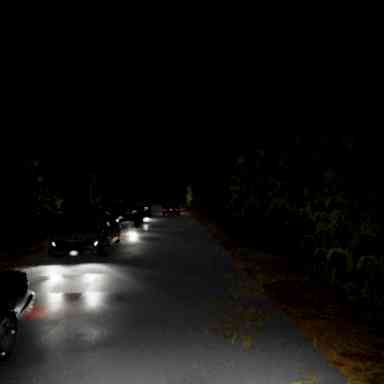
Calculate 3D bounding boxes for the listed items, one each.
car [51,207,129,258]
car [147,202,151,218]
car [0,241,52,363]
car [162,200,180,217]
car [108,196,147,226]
[{"bbox_3d":[-4.026,1.594,13.492,2.033,1.411,5.357,-1,0,-4],"label":"car"},{"bbox_3d":[-5.342,1.679,34.228,2.097,1.767,4.553,-1,-1,-3],"label":"car"},{"bbox_3d":[-3.315,1.610,3.168,2.033,1.411,5.357,-1,0,-5],"label":"car"},{"bbox_3d":[-2.204,1.851,35.322,2.033,1.411,5.357,-1,-1,-3],"label":"car"},{"bbox_3d":[-4.716,1.336,24.040,2.150,2.045,5.566,-1,-1,-4],"label":"car"}]
